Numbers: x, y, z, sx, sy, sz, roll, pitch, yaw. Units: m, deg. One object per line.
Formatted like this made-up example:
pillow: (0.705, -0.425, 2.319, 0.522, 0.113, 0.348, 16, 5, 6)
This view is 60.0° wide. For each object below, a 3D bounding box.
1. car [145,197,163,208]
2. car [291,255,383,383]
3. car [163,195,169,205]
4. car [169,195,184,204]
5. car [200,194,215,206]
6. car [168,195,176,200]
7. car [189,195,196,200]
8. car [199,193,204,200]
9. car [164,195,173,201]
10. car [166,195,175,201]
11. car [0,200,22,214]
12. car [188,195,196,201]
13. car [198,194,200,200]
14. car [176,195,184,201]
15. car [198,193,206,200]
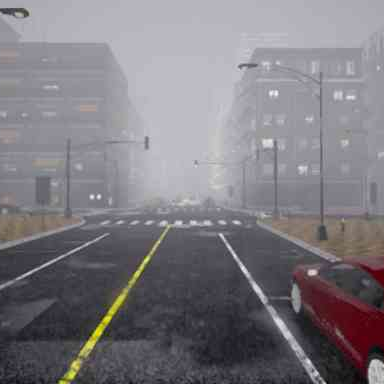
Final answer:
car: (-5.655, 1.504, 47.912, 1.752, 1.417, 4.829, 1, 0, 0)
car: (2.701, 1.542, 4.550, 1.887, 1.381, 4.507, 1, 0, 0)
car: (-5.649, 1.520, 59.129, 1.887, 1.381, 4.507, 1, 0, 0)
car: (-2.971, 1.520, 65.000, 2.033, 1.411, 5.357, 0, 0, 0)
car: (2.729, 1.522, 53.587, 1.887, 1.381, 4.507, 1, 0, 0)
car: (-5.631, 1.513, 92.270, 1.887, 1.381, 4.507, 1, 0, 0)
car: (0.052, 1.423, 89.856, 1.812, 1.442, 4.674, 0, 0, 0)
car: (2.733, 1.415, 59.111, 1.967, 1.590, 4.097, 1, 0, 0)
car: (-5.637, 1.495, 81.053, 1.752, 1.417, 4.829, 1, 0, 0)
car: (-5.634, 1.520, 86.747, 2.008, 1.369, 4.403, 1, 0, 0)
car: (-17.235, 1.246, 28.964, 4.507, 1.381, 1.887, 1, -1, 0)
car: (0.047, 1.508, 79.433, 2.033, 1.411, 5.357, 0, 0, 0)
car: (2.738, 1.554, 70.157, 1.802, 1.307, 4.206, 1, 0, 0)
car: (-2.953, 1.429, 81.344, 1.812, 1.442, 4.674, 0, 0, 0)
car: (2.753, 1.283, 92.252, 2.192, 1.841, 5.009, 1, 0, 0)
